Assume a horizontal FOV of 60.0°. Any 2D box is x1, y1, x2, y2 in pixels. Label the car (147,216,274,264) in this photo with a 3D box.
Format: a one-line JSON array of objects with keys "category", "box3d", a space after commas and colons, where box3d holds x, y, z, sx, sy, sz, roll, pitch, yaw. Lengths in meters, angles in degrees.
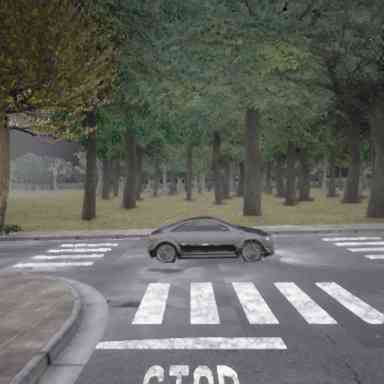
[{"category": "car", "box3d": [0.585, 1.526, 11.224, 4.181, 1.385, 1.994, -1, 1, 0]}]
